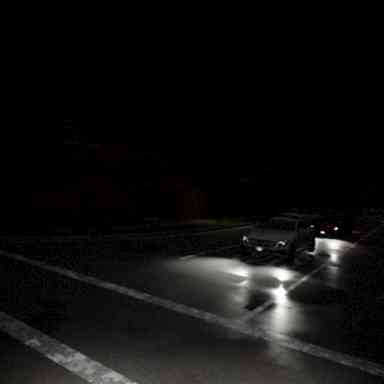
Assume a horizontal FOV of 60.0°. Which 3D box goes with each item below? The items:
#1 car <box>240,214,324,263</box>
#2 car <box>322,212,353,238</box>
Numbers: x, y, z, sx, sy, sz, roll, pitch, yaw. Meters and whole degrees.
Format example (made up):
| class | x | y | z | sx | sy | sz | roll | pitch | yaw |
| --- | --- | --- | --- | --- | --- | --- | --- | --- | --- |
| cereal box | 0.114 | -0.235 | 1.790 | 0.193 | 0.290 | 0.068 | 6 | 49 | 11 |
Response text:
| class | x | y | z | sx | sy | sz | roll | pitch | yaw |
| --- | --- | --- | --- | --- | --- | --- | --- | --- | --- |
| car | 3.589 | 1.708 | 13.173 | 1.812 | 1.442 | 4.674 | 3 | 0 | 34 |
| car | 8.998 | 2.000 | 21.243 | 2.033 | 1.411 | 5.357 | 3 | 0 | 34 |
